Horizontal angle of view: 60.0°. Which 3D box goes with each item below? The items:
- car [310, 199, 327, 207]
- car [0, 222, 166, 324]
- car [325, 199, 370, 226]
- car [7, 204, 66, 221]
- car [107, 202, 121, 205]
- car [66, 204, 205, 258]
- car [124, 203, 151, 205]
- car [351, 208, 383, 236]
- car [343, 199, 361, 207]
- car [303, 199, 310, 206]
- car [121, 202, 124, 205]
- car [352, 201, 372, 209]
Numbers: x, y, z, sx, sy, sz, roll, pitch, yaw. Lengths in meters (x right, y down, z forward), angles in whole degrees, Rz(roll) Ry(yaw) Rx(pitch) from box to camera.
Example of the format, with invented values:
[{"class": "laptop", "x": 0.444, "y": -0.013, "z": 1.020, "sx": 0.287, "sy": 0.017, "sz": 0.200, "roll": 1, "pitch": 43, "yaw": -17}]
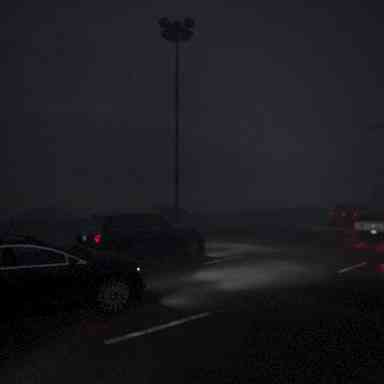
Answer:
[{"class": "car", "x": 25.203, "y": 2.168, "z": 63.919, "sx": 2.128, "sy": 1.511, "sz": 4.902, "roll": 0, "pitch": -1, "yaw": 44}, {"class": "car", "x": -3.178, "y": 1.552, "z": 6.065, "sx": 4.902, "sy": 1.511, "sz": 2.128, "roll": 0, "pitch": -1, "yaw": -36}, {"class": "car", "x": 12.217, "y": 1.609, "z": 25.121, "sx": 2.097, "sy": 1.767, "sz": 4.553, "roll": -1, "pitch": -1, "yaw": 44}, {"class": "car", "x": -11.782, "y": 1.760, "z": 26.139, "sx": 4.892, "sy": 1.490, "sz": 1.837, "roll": 1, "pitch": 0, "yaw": -41}, {"class": "car", "x": -8.025, "y": 1.832, "z": 34.636, "sx": 2.128, "sy": 1.511, "sz": 4.902, "roll": -1, "pitch": -1, "yaw": 44}, {"class": "car", "x": -1.694, "y": 1.468, "z": 11.686, "sx": 4.553, "sy": 1.767, "sz": 2.097, "roll": 0, "pitch": -1, "yaw": -39}, {"class": "car", "x": -2.375, "y": 1.742, "z": 25.403, "sx": 2.128, "sy": 1.511, "sz": 4.902, "roll": 0, "pitch": -1, "yaw": 45}, {"class": "car", "x": 10.960, "y": 1.794, "z": 18.788, "sx": 1.895, "sy": 1.301, "sz": 4.718, "roll": -1, "pitch": -1, "yaw": 44}, {"class": "car", "x": 31.575, "y": 2.165, "z": 65.483, "sx": 1.837, "sy": 1.490, "sz": 4.892, "roll": -1, "pitch": -1, "yaw": 44}, {"class": "car", "x": 24.515, "y": 2.214, "z": 68.245, "sx": 2.128, "sy": 1.511, "sz": 4.902, "roll": -1, "pitch": -1, "yaw": 44}, {"class": "car", "x": -3.405, "y": 1.780, "z": 29.347, "sx": 2.128, "sy": 1.511, "sz": 4.902, "roll": -1, "pitch": -1, "yaw": 44}, {"class": "car", "x": 30.246, "y": 2.200, "z": 59.072, "sx": 1.895, "sy": 1.301, "sz": 4.718, "roll": -1, "pitch": -1, "yaw": 44}]
